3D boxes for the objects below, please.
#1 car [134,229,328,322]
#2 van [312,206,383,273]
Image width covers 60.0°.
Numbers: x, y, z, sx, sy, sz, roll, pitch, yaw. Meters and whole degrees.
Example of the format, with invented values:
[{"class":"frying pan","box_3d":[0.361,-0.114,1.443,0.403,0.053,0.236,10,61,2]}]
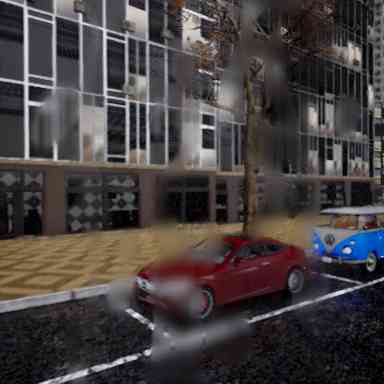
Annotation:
[{"class":"car","box_3d":[0.832,1.591,7.161,4.206,1.307,1.802,0,-1,-35]},{"class":"van","box_3d":[5.460,1.360,10.460,3.998,1.788,1.690,0,-1,-35]}]
